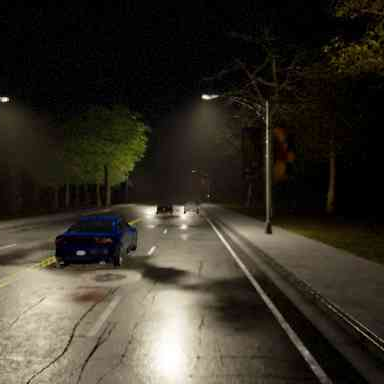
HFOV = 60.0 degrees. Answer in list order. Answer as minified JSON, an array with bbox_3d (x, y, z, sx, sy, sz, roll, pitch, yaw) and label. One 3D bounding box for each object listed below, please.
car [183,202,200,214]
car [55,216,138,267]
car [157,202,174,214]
[{"bbox_3d":[-0.105,2.011,42.681,1.812,1.442,4.674,0,-1,0],"label":"car"},{"bbox_3d":[-3.172,1.612,11.947,1.882,1.535,5.008,0,-1,0],"label":"car"},{"bbox_3d":[-3.341,1.954,41.906,1.882,1.535,5.008,0,-1,-1],"label":"car"}]
